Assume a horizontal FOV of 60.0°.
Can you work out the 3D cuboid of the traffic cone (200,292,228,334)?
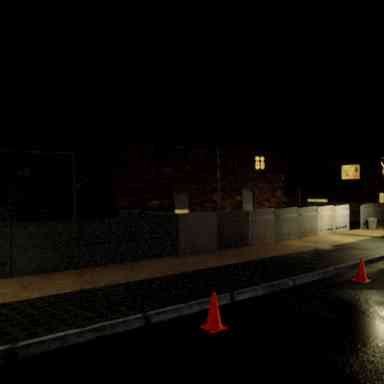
[{"bbox_3d":[0.365,1.960,5.511,0.340,0.580,0.340,0,0,-36],"label":"traffic cone"}]

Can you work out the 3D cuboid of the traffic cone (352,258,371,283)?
[{"bbox_3d":[4.316,1.968,8.478,0.340,0.580,0.340,0,0,-38],"label":"traffic cone"}]
